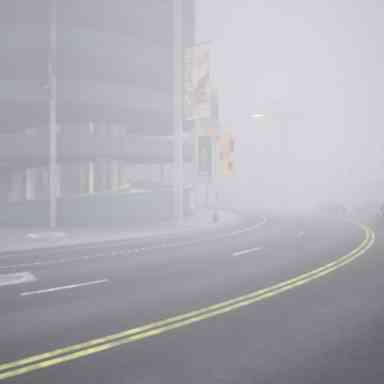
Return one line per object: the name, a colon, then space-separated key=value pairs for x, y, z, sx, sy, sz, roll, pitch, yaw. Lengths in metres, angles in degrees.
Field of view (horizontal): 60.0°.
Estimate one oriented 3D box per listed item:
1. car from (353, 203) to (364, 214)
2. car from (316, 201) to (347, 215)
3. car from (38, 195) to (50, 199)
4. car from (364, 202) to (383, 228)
car: x=19.243 y=1.776 z=36.073 sx=1.994 sy=1.385 sz=4.181 roll=0 pitch=0 yaw=2
car: x=15.789 y=1.746 z=37.879 sx=1.837 sy=1.490 sz=4.892 roll=0 pitch=0 yaw=-1
car: x=-25.468 y=1.595 z=58.170 sx=2.435 sy=2.045 sz=5.566 roll=0 pitch=-1 yaw=-37
car: x=13.470 y=1.481 z=22.815 sx=2.097 sy=1.767 sz=4.553 roll=0 pitch=0 yaw=20
